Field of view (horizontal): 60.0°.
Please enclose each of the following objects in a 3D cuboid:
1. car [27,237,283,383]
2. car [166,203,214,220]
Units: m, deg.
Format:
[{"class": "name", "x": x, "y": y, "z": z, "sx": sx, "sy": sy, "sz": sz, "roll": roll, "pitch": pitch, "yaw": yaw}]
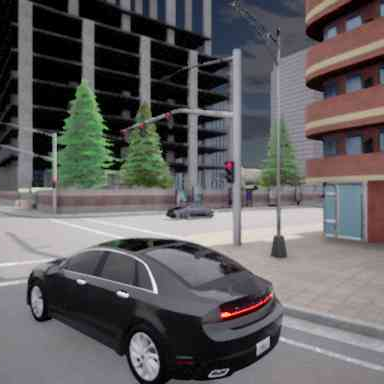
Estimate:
[{"class": "car", "x": -0.983, "y": 1.507, "z": 5.429, "sx": 4.892, "sy": 1.490, "sz": 1.837, "roll": 0, "pitch": 0, "yaw": 42}, {"class": "car", "x": -0.123, "y": 1.632, "z": 28.726, "sx": 4.181, "sy": 1.385, "sz": 1.994, "roll": 0, "pitch": 0, "yaw": -35}]
